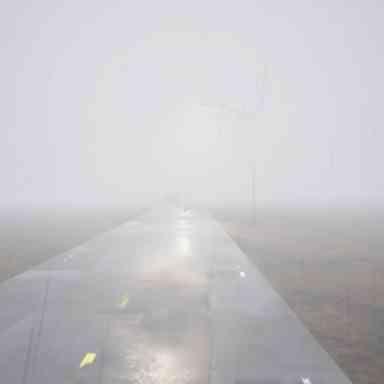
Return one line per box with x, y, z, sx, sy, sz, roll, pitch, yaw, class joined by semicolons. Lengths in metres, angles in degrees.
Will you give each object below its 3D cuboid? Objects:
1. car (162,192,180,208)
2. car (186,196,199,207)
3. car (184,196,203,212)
-2.835;1.080;45.619;2.150;2.045;5.566;0;0;1;car
0.057;1.370;49.135;1.812;1.442;4.674;0;0;0;car
0.068;1.410;36.459;1.812;1.442;4.674;0;0;0;car
